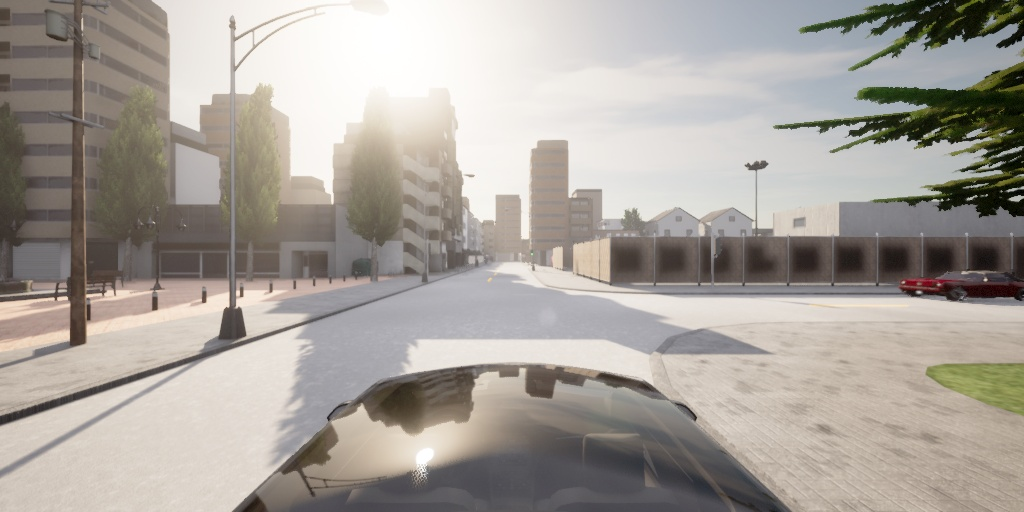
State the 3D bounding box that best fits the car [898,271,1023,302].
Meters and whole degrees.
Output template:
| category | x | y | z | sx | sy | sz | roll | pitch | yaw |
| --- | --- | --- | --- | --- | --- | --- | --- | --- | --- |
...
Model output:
| category | x | y | z | sx | sy | sz | roll | pitch | yaw |
| --- | --- | --- | --- | --- | --- | --- | --- | --- | --- |
| car | 20.864 | 1.347 | 16.405 | 4.718 | 1.301 | 1.895 | 0 | 0 | 0 |
